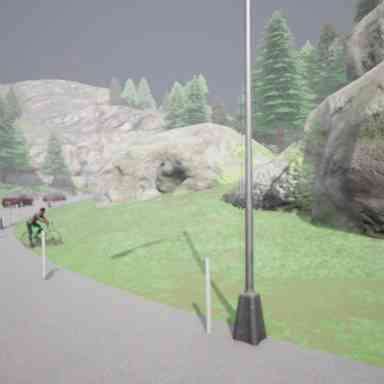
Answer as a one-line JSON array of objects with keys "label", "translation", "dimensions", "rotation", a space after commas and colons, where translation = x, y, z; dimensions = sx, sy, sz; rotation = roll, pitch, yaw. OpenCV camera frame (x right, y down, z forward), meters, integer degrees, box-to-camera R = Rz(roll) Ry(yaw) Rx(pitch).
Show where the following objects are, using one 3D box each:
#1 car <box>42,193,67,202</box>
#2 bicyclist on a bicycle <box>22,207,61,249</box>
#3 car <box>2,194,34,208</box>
[{"label": "car", "translation": [-20.940, 0.764, 50.828], "dimensions": [1.994, 1.385, 4.181], "rotation": [0, 2, 9]}, {"label": "bicyclist on a bicycle", "translation": [-6.210, 1.459, 13.633], "dimensions": [1.656, 1.620, 0.582], "rotation": [-3, 2, 1]}, {"label": "car", "translation": [-21.016, 1.025, 40.378], "dimensions": [1.882, 1.535, 5.008], "rotation": [0, 2, -3]}]
